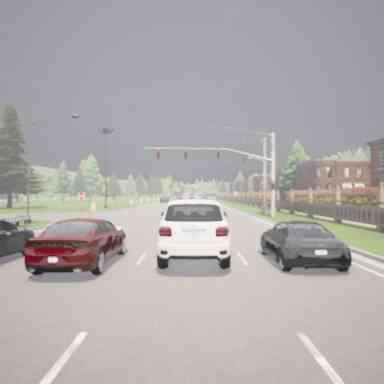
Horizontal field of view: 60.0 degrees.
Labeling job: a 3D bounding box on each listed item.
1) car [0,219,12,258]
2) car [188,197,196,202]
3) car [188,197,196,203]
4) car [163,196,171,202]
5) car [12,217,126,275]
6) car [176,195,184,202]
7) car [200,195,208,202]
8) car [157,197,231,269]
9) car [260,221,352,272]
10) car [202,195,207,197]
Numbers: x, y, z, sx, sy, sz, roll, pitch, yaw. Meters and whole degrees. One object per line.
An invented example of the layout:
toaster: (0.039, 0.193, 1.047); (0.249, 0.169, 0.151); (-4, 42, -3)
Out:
car: (-6.939, 1.580, 10.954); (1.837, 1.490, 4.892); (0, -1, 0)
car: (-0.010, 2.023, 94.423); (2.033, 1.411, 5.357); (0, 0, 0)
car: (-0.009, 2.110, 84.003); (2.033, 1.411, 5.357); (0, 0, 0)
car: (-7.010, 1.982, 94.423); (1.837, 1.490, 4.892); (0, 0, 0)
car: (-3.441, 1.552, 10.740); (1.882, 1.535, 5.008); (0, 0, 0)
car: (-3.510, 1.838, 94.394); (2.097, 1.767, 4.553); (0, 0, 0)
car: (3.490, 1.838, 94.395); (2.097, 1.767, 4.553); (0, 0, 0)
car: (0.065, 1.296, 11.559); (2.150, 2.045, 5.566); (0, -1, 0)
car: (3.563, 1.642, 11.137); (1.994, 1.385, 4.181); (0, 0, 0)
car: (3.491, 2.169, 84.449); (1.895, 1.301, 4.718); (0, 0, 0)
